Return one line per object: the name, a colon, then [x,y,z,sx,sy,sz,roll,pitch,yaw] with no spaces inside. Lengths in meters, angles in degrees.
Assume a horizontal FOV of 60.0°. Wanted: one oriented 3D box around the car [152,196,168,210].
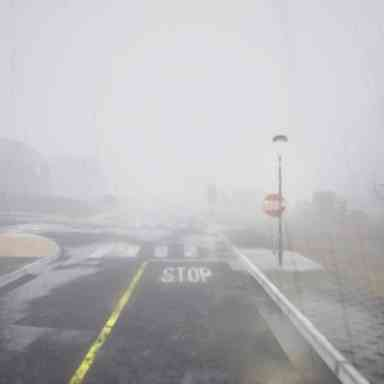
car: [-5.064,1.717,52.784,2.150,2.045,5.566,0,0,-3]
